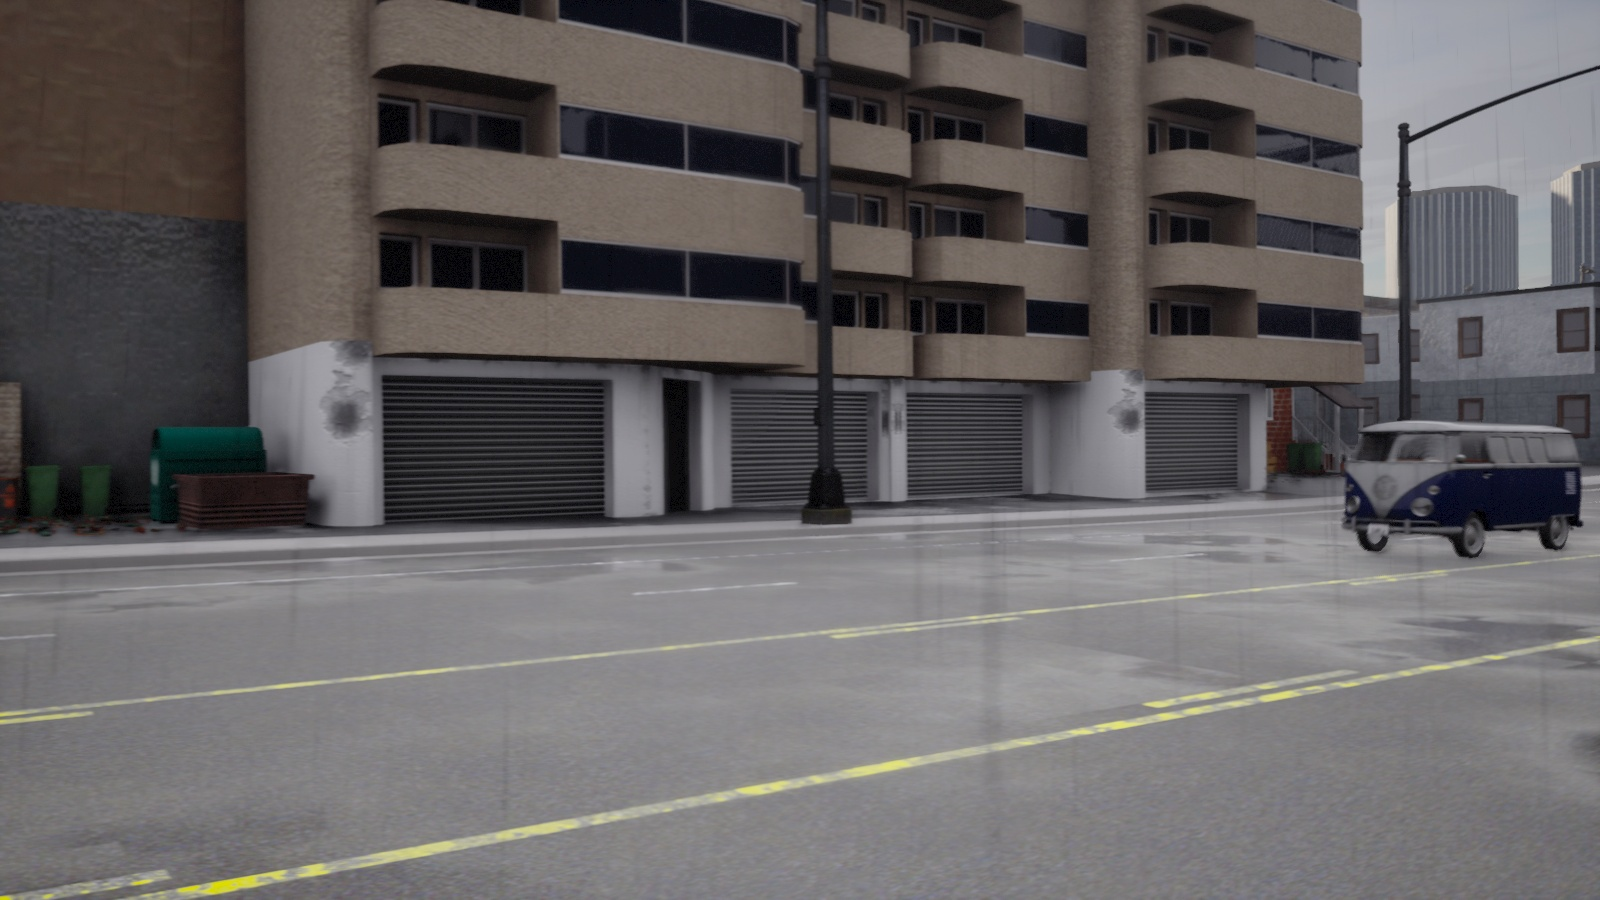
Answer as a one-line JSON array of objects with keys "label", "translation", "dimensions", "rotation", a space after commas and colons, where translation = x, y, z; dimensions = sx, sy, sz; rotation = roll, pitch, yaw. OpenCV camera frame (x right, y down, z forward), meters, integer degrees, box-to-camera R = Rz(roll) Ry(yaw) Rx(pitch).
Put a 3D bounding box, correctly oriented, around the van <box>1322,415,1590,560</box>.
[{"label": "van", "translation": [10.100, 0.518, 19.218], "dimensions": [4.442, 1.987, 1.775], "rotation": [0, 0, -35]}]
